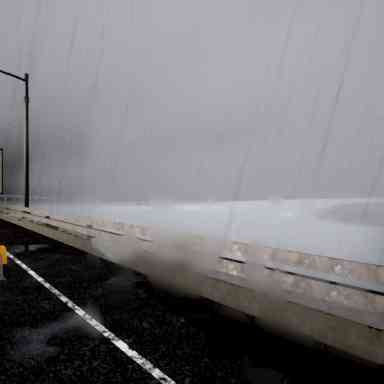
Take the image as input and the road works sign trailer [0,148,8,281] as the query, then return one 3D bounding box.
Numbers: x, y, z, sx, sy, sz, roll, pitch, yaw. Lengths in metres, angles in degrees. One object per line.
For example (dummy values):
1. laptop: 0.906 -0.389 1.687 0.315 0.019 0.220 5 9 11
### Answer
1. road works sign trailer: -6.478 0.468 8.992 2.380 3.560 2.880 0 0 -38
